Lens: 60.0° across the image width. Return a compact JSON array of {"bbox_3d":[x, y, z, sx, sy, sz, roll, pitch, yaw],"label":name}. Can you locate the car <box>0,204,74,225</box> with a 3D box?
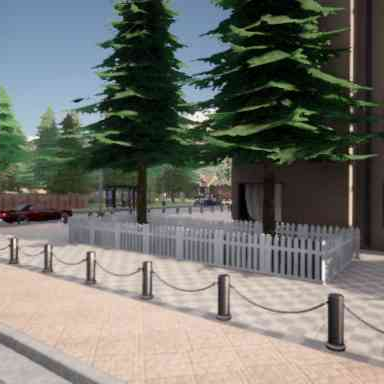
[{"bbox_3d":[-10.549,1.463,22.607,1.895,1.301,4.718,0,0,37],"label":"car"}]

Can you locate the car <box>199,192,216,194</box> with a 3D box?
[{"bbox_3d":[4.611,0.855,83.924,1.932,1.855,4.605,0,0,36],"label":"car"}]

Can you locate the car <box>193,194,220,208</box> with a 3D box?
[{"bbox_3d":[2.070,1.353,45.093,1.812,1.442,4.674,0,0,38],"label":"car"}]
